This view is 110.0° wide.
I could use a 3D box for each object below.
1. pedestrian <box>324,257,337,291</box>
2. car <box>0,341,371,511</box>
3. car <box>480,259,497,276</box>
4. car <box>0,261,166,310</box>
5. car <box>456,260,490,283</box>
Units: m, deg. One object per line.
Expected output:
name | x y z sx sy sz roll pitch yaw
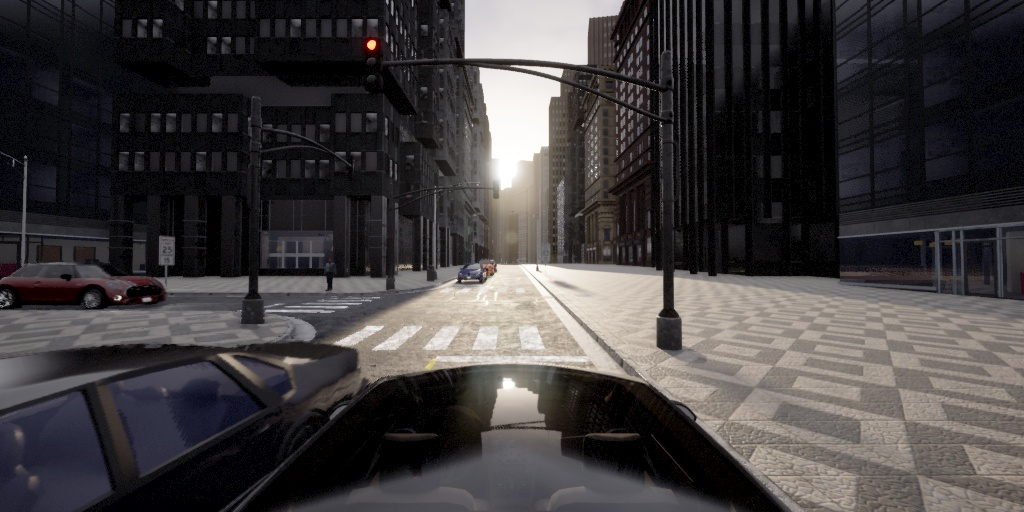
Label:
pedestrian | -9.969 0.974 19.605 0.375 1.860 0.375 0 -1 0
car | -2.710 1.297 1.721 2.033 1.411 5.357 0 0 6
car | -3.021 1.138 38.252 2.097 1.767 4.553 0 0 0
car | -15.857 1.037 13.389 4.553 1.767 2.097 0 -1 0
car | -3.045 1.289 28.247 1.812 1.442 4.674 0 0 2
